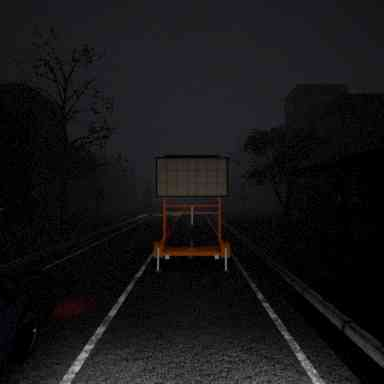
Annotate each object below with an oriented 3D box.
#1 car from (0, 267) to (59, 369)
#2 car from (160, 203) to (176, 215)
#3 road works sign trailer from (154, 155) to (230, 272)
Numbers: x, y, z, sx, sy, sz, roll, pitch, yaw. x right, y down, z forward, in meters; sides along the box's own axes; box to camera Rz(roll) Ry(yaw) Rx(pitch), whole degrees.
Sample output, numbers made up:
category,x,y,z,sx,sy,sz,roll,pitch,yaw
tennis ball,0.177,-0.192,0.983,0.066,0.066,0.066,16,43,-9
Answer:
category,x,y,z,sx,sy,sz,roll,pitch,yaw
car,-3.098,1.554,3.149,2.033,1.411,5.357,0,0,0
car,-2.994,2.100,42.532,1.812,1.442,4.674,0,-1,0
road works sign trailer,0.001,0.566,11.182,2.380,3.560,2.880,0,-1,0
